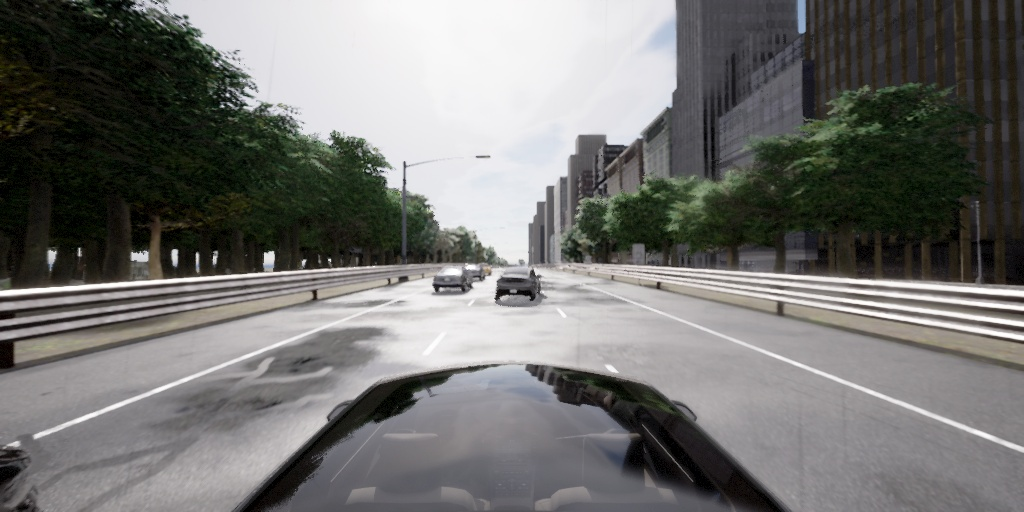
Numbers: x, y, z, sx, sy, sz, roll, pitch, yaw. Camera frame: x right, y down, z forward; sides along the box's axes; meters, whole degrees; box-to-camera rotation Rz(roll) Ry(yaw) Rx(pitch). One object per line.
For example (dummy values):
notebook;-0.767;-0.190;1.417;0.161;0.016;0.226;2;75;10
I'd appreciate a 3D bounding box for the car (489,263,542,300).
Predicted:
car;0.338;1.285;17.767;1.837;1.490;4.892;1;0;7

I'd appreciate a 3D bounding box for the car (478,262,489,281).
car;-3.506;1.478;32.840;2.033;1.411;5.357;0;-1;0

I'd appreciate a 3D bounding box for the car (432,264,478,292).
car;-3.504;1.355;21.836;2.033;1.411;5.357;0;0;0
